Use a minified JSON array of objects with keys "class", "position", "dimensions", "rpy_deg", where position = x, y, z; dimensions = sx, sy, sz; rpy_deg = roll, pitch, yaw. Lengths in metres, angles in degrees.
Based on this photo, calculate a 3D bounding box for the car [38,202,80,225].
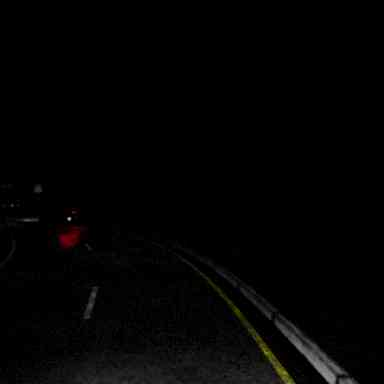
[{"class":"car","position":[-9.772,1.523,24.305],"dimensions":[1.837,1.490,4.892],"rpy_deg":[0,1,-39]}]

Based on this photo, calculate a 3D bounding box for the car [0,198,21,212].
[{"class":"car","position":[-19.381,1.316,33.468],"dimensions":[5.357,1.411,2.033],"rpy_deg":[1,0,34]}]
